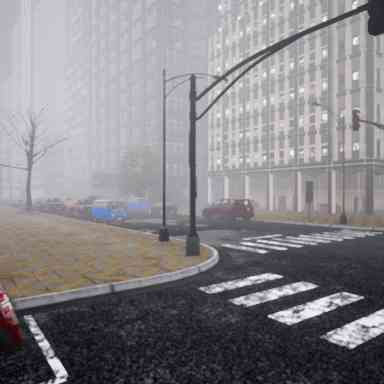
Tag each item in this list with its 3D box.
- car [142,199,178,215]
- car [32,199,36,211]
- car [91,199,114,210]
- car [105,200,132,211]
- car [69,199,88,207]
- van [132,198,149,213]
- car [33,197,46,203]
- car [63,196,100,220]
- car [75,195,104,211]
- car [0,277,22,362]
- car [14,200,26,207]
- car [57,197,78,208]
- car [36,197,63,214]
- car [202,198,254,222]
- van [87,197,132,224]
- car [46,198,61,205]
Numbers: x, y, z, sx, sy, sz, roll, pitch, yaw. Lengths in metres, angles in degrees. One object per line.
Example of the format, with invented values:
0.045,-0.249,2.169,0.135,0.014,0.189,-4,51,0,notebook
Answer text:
-3.245,1.750,36.004,2.008,1.369,4.403,0,0,-36,car
-20.138,1.741,44.796,1.967,1.590,4.097,0,0,-36,car
-13.488,1.836,49.900,1.752,1.417,4.829,0,0,-36,car
-10.006,1.839,45.177,1.947,1.339,4.313,0,0,-36,car
-20.149,1.932,58.935,2.008,1.369,4.403,0,0,-36,car
-6.627,1.578,40.591,1.690,1.788,3.998,0,0,-36,van
-39.054,2.056,85.110,1.882,1.535,5.008,0,0,-36,car
-9.996,1.506,31.036,2.192,1.841,5.009,0,0,-36,car
-14.442,1.517,46.740,2.150,2.045,5.566,0,0,-36,car
-4.209,1.441,3.554,4.097,1.590,1.967,0,0,-36,car
-30.279,1.990,58.554,1.802,1.307,4.206,0,0,-36,car
-20.749,1.714,55.225,2.097,1.767,4.553,0,0,-36,car
-16.758,1.580,40.209,2.192,1.841,5.009,0,0,-36,car
2.931,1.446,27.625,2.192,1.841,5.009,0,0,-36,car
-6.615,1.495,26.451,1.690,1.788,3.998,0,0,-36,van
-30.292,2.053,72.695,1.947,1.339,4.313,0,0,-36,car
